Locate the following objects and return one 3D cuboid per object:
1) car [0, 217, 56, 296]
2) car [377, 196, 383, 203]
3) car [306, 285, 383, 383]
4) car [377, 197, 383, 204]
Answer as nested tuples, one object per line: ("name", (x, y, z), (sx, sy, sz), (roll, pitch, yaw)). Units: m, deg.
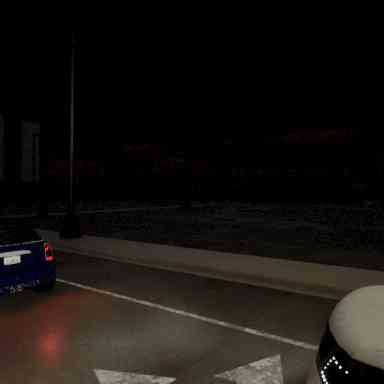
("car", (-5.227, 1.347, 7.729), (4.553, 1.767, 2.097), (0, 0, 36))
("car", (39.889, 1.577, 67.983), (1.853, 1.218, 4.536), (1, 1, 6))
("car", (3.448, 1.222, 1.529), (5.566, 2.045, 2.150), (0, 0, 36))
("car", (39.882, 1.735, 67.933), (2.038, 1.542, 4.974), (1, 1, 6))
